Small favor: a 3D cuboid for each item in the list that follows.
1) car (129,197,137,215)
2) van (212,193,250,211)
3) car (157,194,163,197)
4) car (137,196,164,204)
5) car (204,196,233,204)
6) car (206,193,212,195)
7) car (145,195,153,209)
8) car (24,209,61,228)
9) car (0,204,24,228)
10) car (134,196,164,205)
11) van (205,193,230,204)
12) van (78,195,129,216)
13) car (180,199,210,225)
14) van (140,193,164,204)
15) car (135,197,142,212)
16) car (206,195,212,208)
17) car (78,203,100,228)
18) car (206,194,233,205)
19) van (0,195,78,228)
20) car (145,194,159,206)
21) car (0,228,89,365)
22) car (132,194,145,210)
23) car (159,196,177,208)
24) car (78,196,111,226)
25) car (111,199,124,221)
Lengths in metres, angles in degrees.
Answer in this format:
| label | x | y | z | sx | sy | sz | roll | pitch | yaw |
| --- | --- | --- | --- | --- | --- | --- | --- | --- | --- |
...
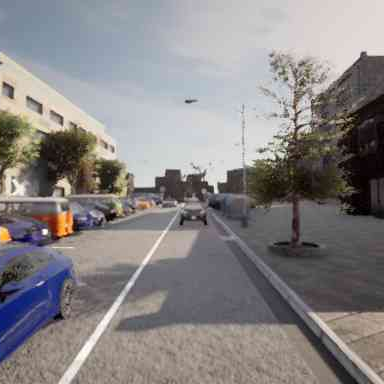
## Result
| label | x | y | z | sx | sy | sz | roll | pitch | yaw |
| --- | --- | --- | --- | --- | --- | --- | --- | --- | --- |
| car | -7.657 | 1.456 | 28.855 | 4.892 | 1.521 | 2.231 | 0 | 0 | 0 |
| van | 4.796 | 1.222 | 37.516 | 4.442 | 1.987 | 1.878 | 0 | 0 | 0 |
| car | -7.622 | 1.463 | 53.999 | 4.792 | 1.488 | 2.163 | 0 | 0 | 0 |
| car | -7.681 | 1.480 | 62.358 | 4.792 | 1.488 | 2.163 | 0 | 0 | 0 |
| car | 4.684 | 1.433 | 59.846 | 5.008 | 1.535 | 2.097 | 0 | 0 | 0 |
| car | 4.864 | 1.430 | 54.138 | 5.366 | 1.575 | 1.946 | 0 | 0 | 0 |
| car | -7.836 | 1.443 | 40.030 | 5.366 | 1.575 | 1.946 | 0 | 0 | 0 |
| car | -7.678 | 1.499 | 12.092 | 4.792 | 1.488 | 2.163 | 0 | 0 | 0 |
| car | -7.619 | 1.346 | 9.300 | 4.553 | 1.767 | 2.185 | 0 | 0 | 0 |
| car | -7.651 | 1.433 | 59.527 | 5.008 | 1.535 | 2.097 | 0 | 0 | 0 |
| van | 4.795 | 1.228 | 62.622 | 4.442 | 1.987 | 1.878 | 0 | -1 | 0 |
| van | -7.534 | 1.232 | 26.062 | 4.442 | 1.987 | 1.878 | 0 | 0 | 0 |
| car | 0.100 | 1.505 | 23.972 | 1.812 | 1.442 | 4.674 | 0 | 0 | 0 |
| van | -7.768 | 1.265 | 65.148 | 4.442 | 1.987 | 1.878 | 0 | -1 | 0 |
| car | -7.644 | 1.454 | 31.650 | 4.892 | 1.521 | 2.231 | 0 | 0 | 0 |
| car | 4.676 | 1.478 | 48.557 | 4.674 | 1.452 | 2.002 | 0 | 0 | 0 |
| car | -7.648 | 1.505 | 17.681 | 4.674 | 1.452 | 2.002 | 0 | 0 | 0 |
| car | 4.648 | 1.305 | 57.056 | 4.553 | 1.767 | 2.185 | 0 | 0 | 0 |
| van | -7.767 | 1.241 | 14.888 | 4.442 | 1.987 | 1.878 | 0 | 0 | 0 |
| car | -7.680 | 1.468 | 48.411 | 4.792 | 1.488 | 2.163 | 0 | 0 | 0 |
| car | -3.100 | 1.522 | 4.628 | 1.812 | 1.442 | 4.674 | 0 | 0 | 0 |
| car | -7.618 | 1.325 | 34.441 | 4.553 | 1.767 | 2.185 | 0 | 0 | 0 |
| car | -3.088 | 1.561 | 46.356 | 1.895 | 1.301 | 4.718 | 0 | 0 | 0 |
| car | -7.681 | 1.337 | 20.474 | 4.553 | 1.767 | 2.185 | 0 | 0 | 0 |
| car | -7.645 | 1.460 | 23.144 | 5.008 | 1.535 | 2.097 | 0 | 0 | 0 |
